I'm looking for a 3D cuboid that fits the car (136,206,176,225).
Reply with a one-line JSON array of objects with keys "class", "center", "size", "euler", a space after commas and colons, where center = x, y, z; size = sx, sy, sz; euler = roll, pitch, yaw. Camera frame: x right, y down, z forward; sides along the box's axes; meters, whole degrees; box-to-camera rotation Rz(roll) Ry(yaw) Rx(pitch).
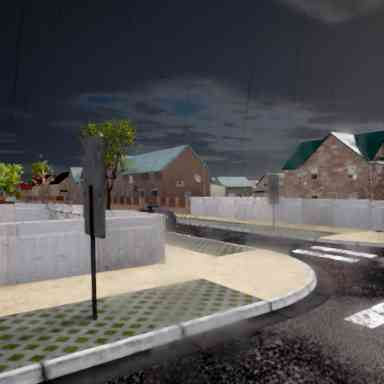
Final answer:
[{"class": "car", "center": [-2.866, 1.665, 23.772], "size": [1.994, 1.385, 4.181], "euler": [-2, 0, -35]}]
